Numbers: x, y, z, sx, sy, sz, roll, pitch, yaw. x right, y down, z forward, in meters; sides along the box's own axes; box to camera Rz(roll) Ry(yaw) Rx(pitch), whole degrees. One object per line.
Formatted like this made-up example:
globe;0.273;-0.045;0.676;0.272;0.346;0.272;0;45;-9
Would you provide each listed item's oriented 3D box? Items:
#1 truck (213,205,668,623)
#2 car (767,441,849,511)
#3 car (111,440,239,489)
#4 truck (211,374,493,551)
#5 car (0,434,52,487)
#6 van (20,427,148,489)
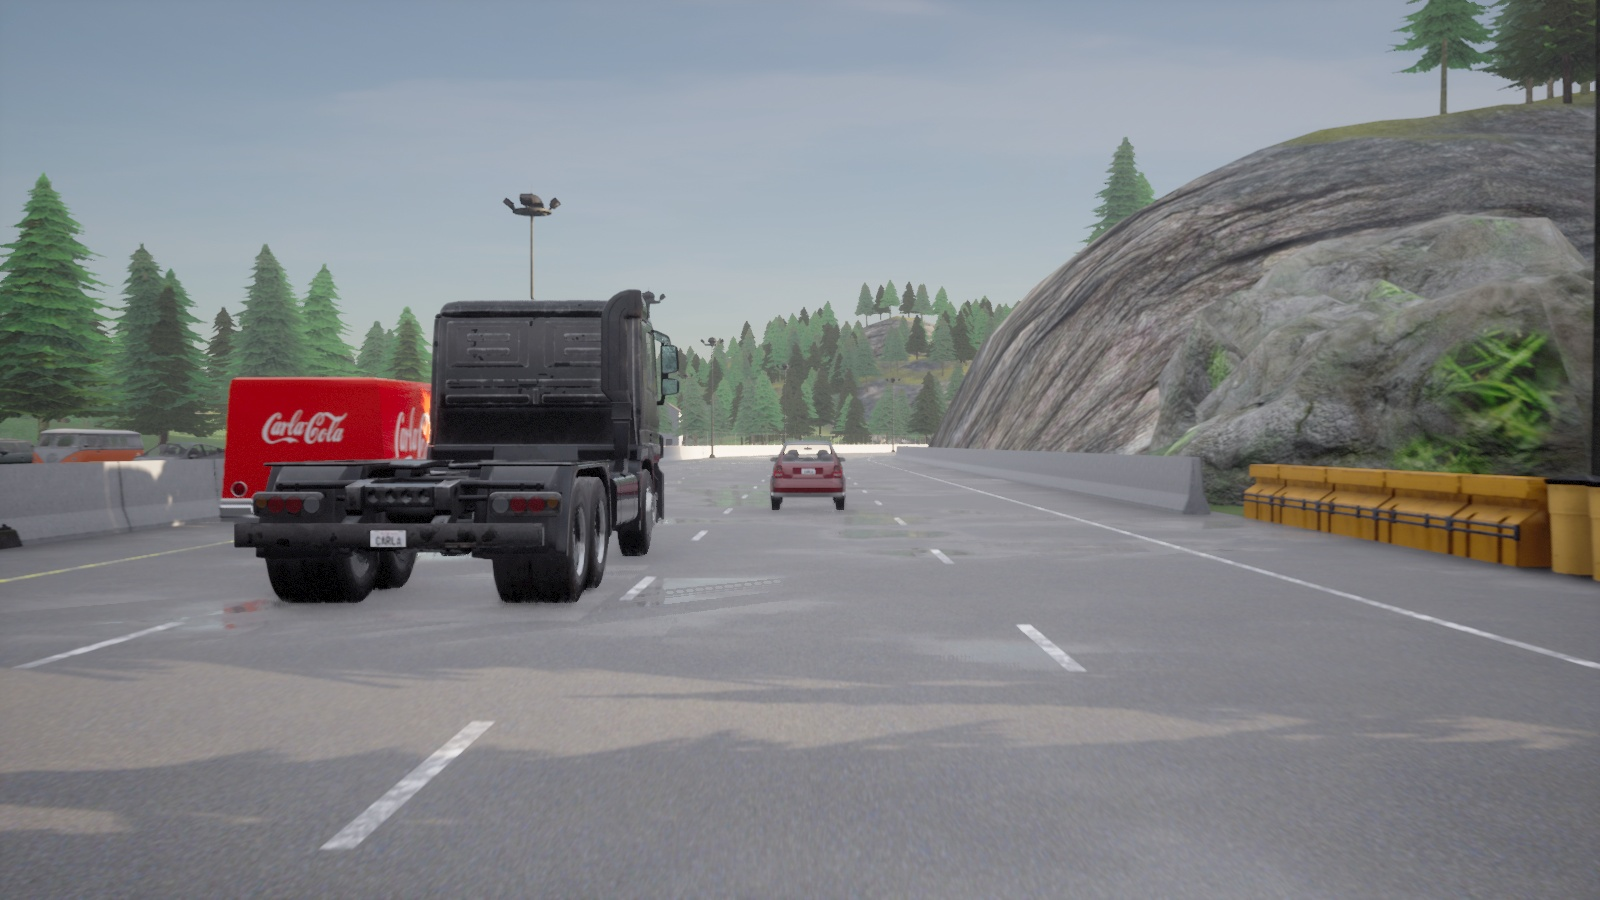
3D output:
truck;-3.402;-0.319;14.389;2.891;3.462;7.936;0;0;0
car;0.183;0.559;29.498;1.789;1.549;3.705;0;0;0
car;-20.747;0.440;41.899;2.007;1.525;4.514;0;0;0
truck;-6.869;0.145;20.075;2.627;2.467;5.204;0;1;0
car;-27.743;0.343;42.502;2.097;1.767;4.553;0;0;0
van;-24.242;0.239;42.707;1.775;1.987;4.442;0;0;0
